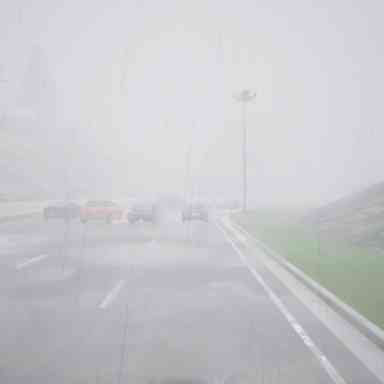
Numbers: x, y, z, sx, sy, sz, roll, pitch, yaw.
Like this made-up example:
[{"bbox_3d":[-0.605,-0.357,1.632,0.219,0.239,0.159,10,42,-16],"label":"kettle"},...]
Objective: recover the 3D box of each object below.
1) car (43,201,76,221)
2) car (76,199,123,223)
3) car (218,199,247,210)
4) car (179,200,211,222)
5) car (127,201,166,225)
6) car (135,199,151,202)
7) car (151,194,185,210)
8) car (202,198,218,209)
[{"bbox_3d":[-10.195,1.484,27.057,1.882,1.535,5.008,0,0,2],"label":"car"},{"bbox_3d":[-6.717,1.358,25.295,2.097,1.767,4.553,0,0,3],"label":"car"},{"bbox_3d":[5.604,1.611,43.583,1.895,1.301,4.718,0,0,30],"label":"car"},{"bbox_3d":[0.317,1.570,26.151,1.994,1.385,4.181,0,0,3],"label":"car"},{"bbox_3d":[-3.299,1.606,24.183,1.895,1.301,4.718,0,0,2],"label":"car"},{"bbox_3d":[-6.191,1.575,43.801,1.994,1.385,4.181,0,0,22],"label":"car"},{"bbox_3d":[-2.666,1.233,42.697,2.150,2.045,5.566,0,0,23],"label":"car"},{"bbox_3d":[2.362,1.536,44.823,1.812,1.442,4.674,0,0,29],"label":"car"}]
